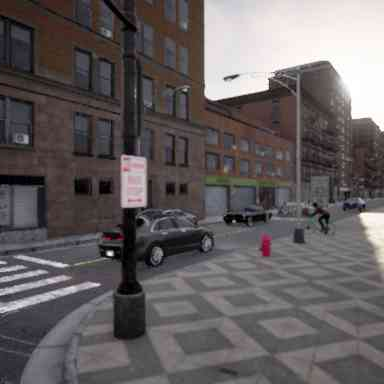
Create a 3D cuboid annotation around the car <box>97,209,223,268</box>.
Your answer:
[{"bbox_3d":[-1.039,1.557,11.757,1.837,1.490,4.892,-2,-1,35],"label":"car"}]

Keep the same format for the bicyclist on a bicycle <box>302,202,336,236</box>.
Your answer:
[{"bbox_3d":[6.291,1.350,16.554,1.656,1.620,0.582,-1,0,35],"label":"bicyclist on a bicycle"}]

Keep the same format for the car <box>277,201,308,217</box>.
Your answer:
[{"bbox_3d":[9.939,1.616,32.422,1.812,1.442,4.674,0,0,36],"label":"car"}]

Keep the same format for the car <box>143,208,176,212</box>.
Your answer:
[{"bbox_3d":[-1.651,1.559,16.139,2.128,1.511,4.902,0,0,35],"label":"car"}]

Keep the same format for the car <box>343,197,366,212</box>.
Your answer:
[{"bbox_3d":[20.306,1.446,41.508,2.097,1.767,4.553,0,0,35],"label":"car"}]

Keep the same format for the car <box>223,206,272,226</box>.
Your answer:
[{"bbox_3d":[4.096,1.680,24.228,1.895,1.301,4.718,0,0,35],"label":"car"}]
